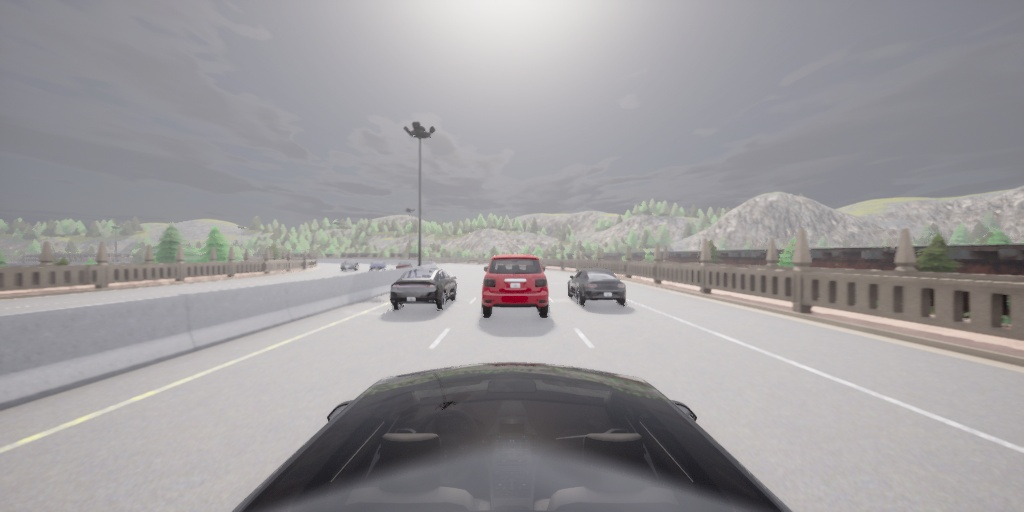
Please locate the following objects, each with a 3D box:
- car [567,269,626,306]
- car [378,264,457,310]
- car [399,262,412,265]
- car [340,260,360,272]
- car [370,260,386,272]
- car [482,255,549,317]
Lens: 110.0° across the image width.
[{"bbox_3d":[3.601,1.279,15.753,1.812,1.442,4.674,0,0,0],"label":"car"},{"bbox_3d":[-3.399,1.245,14.532,2.128,1.511,4.902,0,0,0],"label":"car"},{"bbox_3d":[-13.652,1.361,45.850,1.895,1.301,4.718,0,0,-14],"label":"car"},{"bbox_3d":[-21.282,1.255,47.189,2.128,1.511,4.902,0,0,-16],"label":"car"},{"bbox_3d":[-17.813,1.287,47.829,1.812,1.442,4.674,0,0,-16],"label":"car"},{"bbox_3d":[0.103,0.974,13.400,2.150,2.045,5.566,0,0,0],"label":"car"}]
